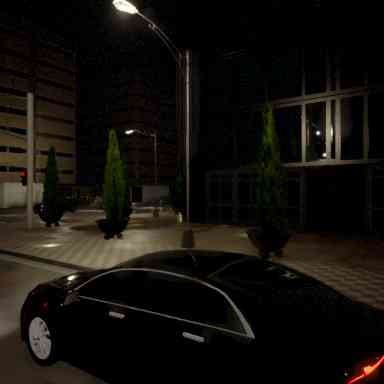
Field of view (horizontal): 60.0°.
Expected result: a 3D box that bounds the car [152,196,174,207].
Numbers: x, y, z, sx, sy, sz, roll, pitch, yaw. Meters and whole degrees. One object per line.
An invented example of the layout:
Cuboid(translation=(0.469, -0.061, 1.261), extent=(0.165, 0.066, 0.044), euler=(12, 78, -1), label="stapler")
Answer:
Cuboid(translation=(-4.153, 1.407, 51.992), extent=(2.097, 1.767, 4.553), euler=(0, 0, 35), label="car")

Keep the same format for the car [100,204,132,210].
Cuboid(translation=(-9.924, 1.581, 43.819), extent=(1.812, 1.442, 4.674), euler=(0, 0, 35), label="car")

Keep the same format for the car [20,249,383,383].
Cuboid(translation=(-0.249, 1.505, 4.169), extent=(4.892, 1.490, 1.837), euler=(0, 0, 36), label="car")

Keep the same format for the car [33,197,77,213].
Cuboid(translation=(-15.049, 1.407, 36.571), extent=(2.097, 1.767, 4.553), euler=(0, 0, 35), label="car")
